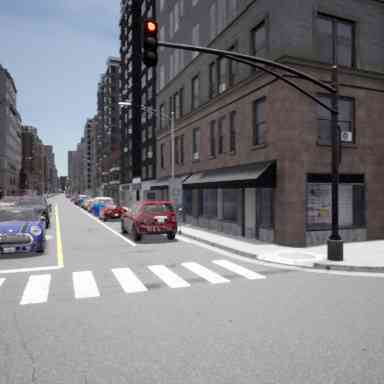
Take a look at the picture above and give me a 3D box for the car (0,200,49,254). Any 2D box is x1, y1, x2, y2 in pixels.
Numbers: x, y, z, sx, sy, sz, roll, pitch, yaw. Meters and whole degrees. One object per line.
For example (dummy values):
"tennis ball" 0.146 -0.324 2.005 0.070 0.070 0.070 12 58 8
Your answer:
"car" -7.086 1.399 13.453 2.097 1.767 4.553 0 0 -22

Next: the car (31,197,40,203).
"car" -35.987 1.754 76.474 1.802 1.307 4.206 0 0 -22

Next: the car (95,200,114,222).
"car" -6.586 1.607 27.399 1.887 1.381 4.507 0 0 -22

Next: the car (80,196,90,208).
"car" -13.105 1.613 43.251 1.752 1.417 4.829 0 0 -22

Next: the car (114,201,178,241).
"car" -2.284 1.358 16.936 2.192 1.841 5.009 0 0 -22

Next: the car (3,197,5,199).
"car" -18.782 1.403 34.640 2.192 1.841 5.009 0 0 -22

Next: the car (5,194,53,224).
"car" -10.724 1.284 22.283 2.150 2.045 5.566 0 0 -22

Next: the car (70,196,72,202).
"car" -21.646 1.431 64.020 2.192 1.841 5.009 0 0 -22

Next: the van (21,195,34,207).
"van" -27.384 1.459 55.560 1.690 1.788 3.998 0 0 -22

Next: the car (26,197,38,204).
"car" -31.687 1.716 66.018 1.802 1.307 4.206 0 0 -22

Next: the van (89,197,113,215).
"van" -8.738 1.412 32.631 1.690 1.788 3.998 0 0 -22

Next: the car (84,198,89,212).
"car" -10.889 1.662 37.862 1.802 1.307 4.206 0 0 -22

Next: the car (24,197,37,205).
"car" -29.535 1.669 60.789 1.887 1.381 4.507 0 0 -22

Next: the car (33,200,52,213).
"car" -17.737 1.692 39.608 1.895 1.301 4.718 0 0 -22

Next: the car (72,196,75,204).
"car" -19.494 1.424 58.789 2.192 1.841 5.009 0 0 -22

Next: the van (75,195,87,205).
"van" -17.343 1.443 53.557 1.690 1.788 3.998 0 0 -22

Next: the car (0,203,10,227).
"car" -14.416 1.596 24.022 1.752 1.417 4.829 0 0 -22

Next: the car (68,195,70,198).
"car" -28.100 1.604 79.710 1.967 1.590 4.097 0 0 -22

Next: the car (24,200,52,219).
"car" -14.431 1.570 31.433 2.128 1.511 4.902 0 0 -22

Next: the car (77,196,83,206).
"car" -15.192 1.677 48.326 1.802 1.307 4.206 0 0 -22
